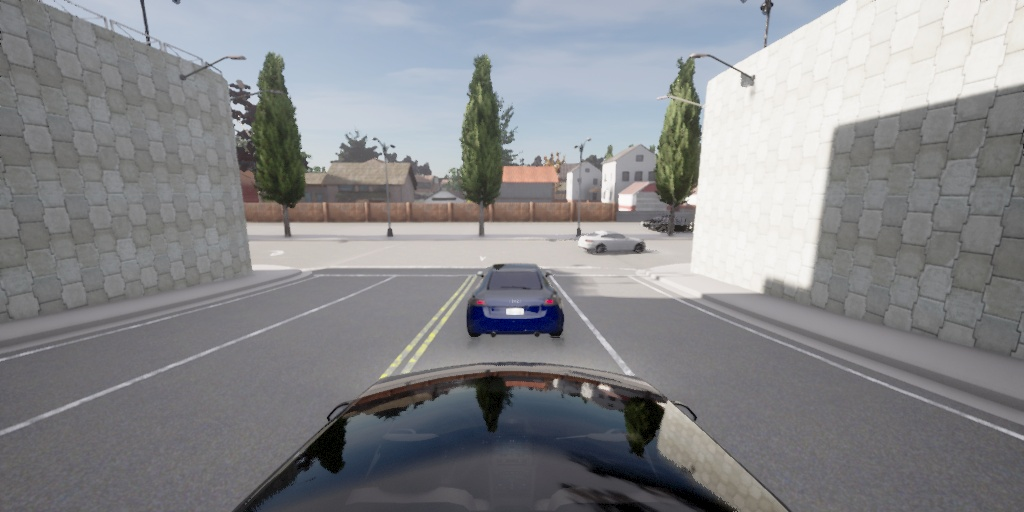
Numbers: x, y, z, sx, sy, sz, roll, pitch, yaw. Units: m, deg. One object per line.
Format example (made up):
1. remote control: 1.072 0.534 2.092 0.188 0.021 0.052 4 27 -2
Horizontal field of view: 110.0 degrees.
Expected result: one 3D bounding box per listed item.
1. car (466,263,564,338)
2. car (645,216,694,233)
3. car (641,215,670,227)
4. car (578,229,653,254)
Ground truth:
1. car: 0.065 0.850 8.688 1.994 1.385 4.181 0 4 0
2. car: 16.268 -3.079 36.518 4.181 1.385 1.994 0 10 -1
3. car: 16.919 -3.779 39.961 4.902 1.511 2.128 0 10 -1
4. car: 6.910 -1.001 24.726 4.674 1.442 1.812 -1 9 -14
